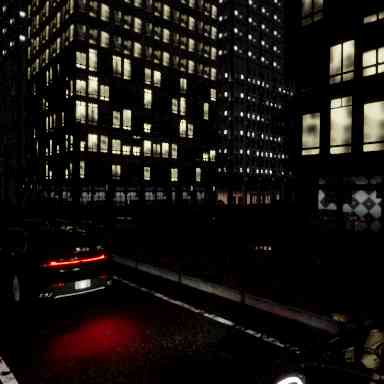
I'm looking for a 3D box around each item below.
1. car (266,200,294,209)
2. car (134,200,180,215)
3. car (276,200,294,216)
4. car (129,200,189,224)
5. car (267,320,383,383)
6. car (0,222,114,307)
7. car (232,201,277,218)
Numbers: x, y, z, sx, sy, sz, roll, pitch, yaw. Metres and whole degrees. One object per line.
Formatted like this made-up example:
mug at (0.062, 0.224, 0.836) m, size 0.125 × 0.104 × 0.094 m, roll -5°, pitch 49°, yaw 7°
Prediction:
car at (13.547, 1.882, 51.124) m, size 4.313 × 1.339 × 1.947 m, roll 1°, pitch 0°, yaw -40°
car at (-3.800, 1.648, 36.449) m, size 4.829 × 1.417 × 1.752 m, roll 1°, pitch 0°, yaw -40°
car at (10.356, 1.936, 37.449) m, size 4.206 × 1.307 × 1.802 m, roll 1°, pitch 0°, yaw -40°
car at (-2.559, 1.524, 26.520) m, size 5.009 × 1.841 × 2.192 m, roll 1°, pitch 0°, yaw -40°
car at (2.420, 1.352, 1.331) m, size 2.097 × 1.767 × 4.553 m, roll 0°, pitch 0°, yaw -41°
car at (-3.662, 1.501, 8.124) m, size 1.837 × 1.490 × 4.892 m, roll 0°, pitch 0°, yaw -41°
car at (6.180, 1.833, 33.915) m, size 4.829 × 1.417 × 1.752 m, roll 1°, pitch 0°, yaw -40°
